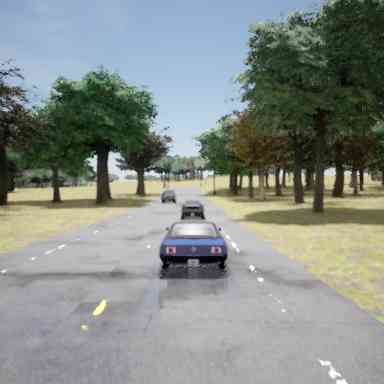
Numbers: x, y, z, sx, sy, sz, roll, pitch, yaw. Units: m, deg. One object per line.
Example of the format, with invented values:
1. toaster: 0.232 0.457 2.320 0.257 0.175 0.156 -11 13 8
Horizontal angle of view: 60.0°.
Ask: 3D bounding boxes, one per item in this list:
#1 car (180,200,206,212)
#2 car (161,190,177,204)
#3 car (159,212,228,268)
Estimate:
1. car: 0.062 1.405 27.644 1.837 1.490 4.892 0 1 0
2. car: -3.586 0.682 52.151 2.150 2.045 5.566 0 1 0
3. car: 0.058 1.565 11.071 1.895 1.301 4.718 0 0 0
